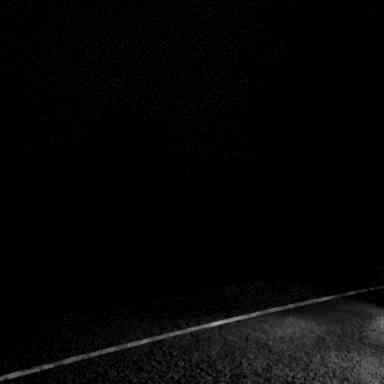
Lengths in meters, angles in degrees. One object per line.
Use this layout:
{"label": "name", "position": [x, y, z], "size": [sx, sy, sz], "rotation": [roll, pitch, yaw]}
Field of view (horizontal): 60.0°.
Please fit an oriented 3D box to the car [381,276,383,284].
{"label": "car", "position": [6.265, 1.652, 6.976], "size": [4.718, 1.301, 1.895], "rotation": [0, -1, -25]}
